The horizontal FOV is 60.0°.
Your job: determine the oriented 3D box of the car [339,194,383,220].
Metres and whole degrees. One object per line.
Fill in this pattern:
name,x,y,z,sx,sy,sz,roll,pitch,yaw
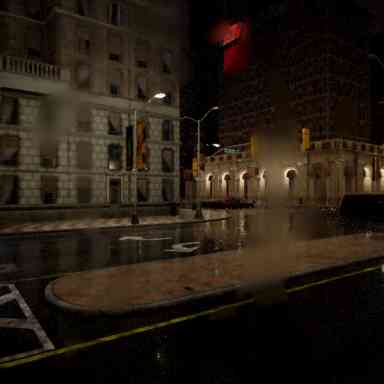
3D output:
car,14.603,1.221,26.358,2.150,2.045,5.566,0,0,-36

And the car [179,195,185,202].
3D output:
car,-3.845,1.351,58.263,2.097,1.767,4.553,0,0,-35

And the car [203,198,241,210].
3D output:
car,3.525,1.601,41.825,1.895,1.301,4.718,0,0,-36

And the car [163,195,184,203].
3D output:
car,-3.994,1.513,70.881,2.128,1.511,4.902,0,0,-35

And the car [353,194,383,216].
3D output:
car,18.580,1.222,31.682,5.566,2.045,2.150,0,0,35

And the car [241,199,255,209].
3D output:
car,5.885,1.547,44.541,2.033,1.411,5.357,0,0,-36
